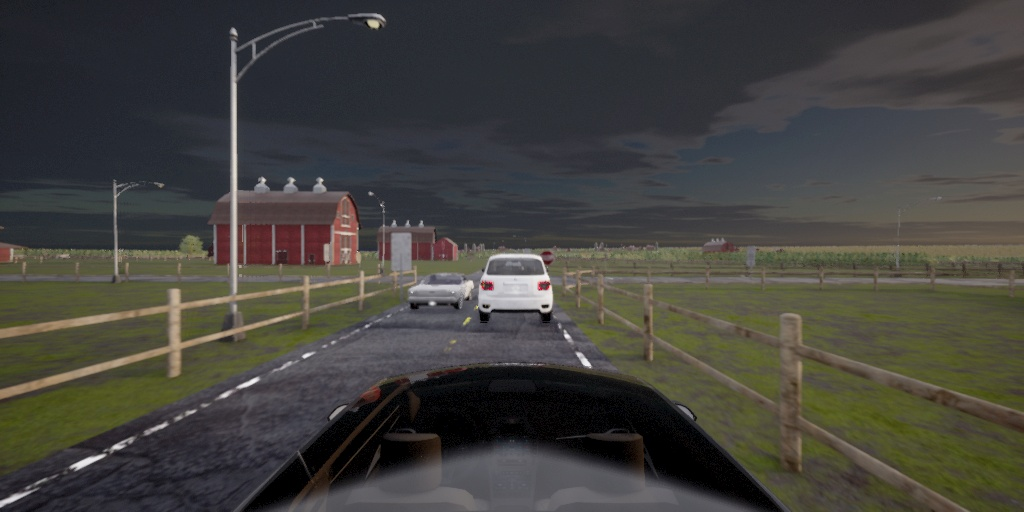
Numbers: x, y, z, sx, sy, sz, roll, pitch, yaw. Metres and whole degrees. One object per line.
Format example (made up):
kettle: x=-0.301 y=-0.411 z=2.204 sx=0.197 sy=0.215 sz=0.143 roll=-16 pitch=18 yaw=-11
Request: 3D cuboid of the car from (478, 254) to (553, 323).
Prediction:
car: x=0.102 y=0.976 z=12.329 sx=2.150 sy=2.045 sz=5.566 roll=0 pitch=0 yaw=0

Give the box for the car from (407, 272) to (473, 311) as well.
car: x=-2.776 y=1.359 z=14.747 sx=1.895 sy=1.301 sz=4.718 roll=0 pitch=0 yaw=1
